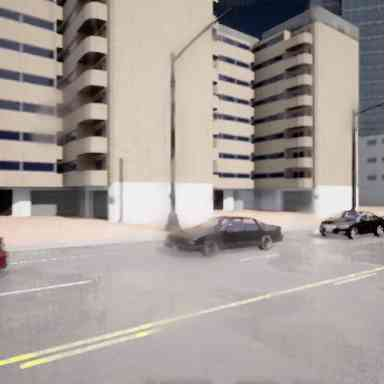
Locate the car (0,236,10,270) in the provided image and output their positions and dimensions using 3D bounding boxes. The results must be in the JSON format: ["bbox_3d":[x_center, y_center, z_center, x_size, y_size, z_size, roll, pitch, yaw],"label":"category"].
[{"bbox_3d":[-6.862,1.520,7.672,4.674,1.442,1.812,1,-1,-36],"label":"car"}]

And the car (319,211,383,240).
[{"bbox_3d":[9.428,1.861,19.480,4.902,1.511,2.128,2,-1,-36],"label":"car"}]

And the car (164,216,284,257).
[{"bbox_3d":[1.524,1.704,13.761,5.357,1.411,2.033,1,-1,-36],"label":"car"}]
